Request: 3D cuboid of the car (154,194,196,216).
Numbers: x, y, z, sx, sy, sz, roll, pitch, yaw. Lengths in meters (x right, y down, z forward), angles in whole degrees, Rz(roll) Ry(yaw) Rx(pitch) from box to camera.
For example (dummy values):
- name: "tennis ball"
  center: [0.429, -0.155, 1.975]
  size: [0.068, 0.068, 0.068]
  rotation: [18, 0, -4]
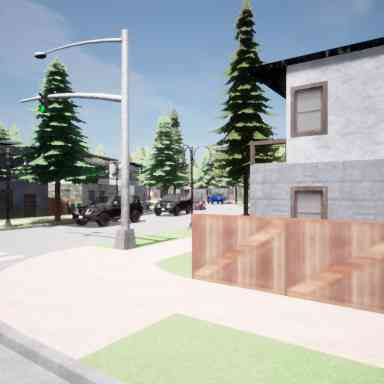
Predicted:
- name: "car"
  center: [-1.747, 1.202, 32.471]
  size: [2.150, 2.045, 5.566]
  rotation: [0, 0, 18]

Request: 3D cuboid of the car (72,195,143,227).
- name: "car"
  center: [-5.640, 1.202, 23.094]
  size: [2.150, 2.045, 5.566]
  rotation: [0, 0, 27]

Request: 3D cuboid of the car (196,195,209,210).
- name: "car"
  center: [0.510, 1.333, 42.070]
  size: [2.097, 1.767, 4.553]
  rotation: [0, 0, 9]

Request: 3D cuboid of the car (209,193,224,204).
- name: "car"
  center: [4.266, 1.202, 60.854]
  size: [2.150, 2.045, 5.566]
  rotation: [0, 0, -9]
